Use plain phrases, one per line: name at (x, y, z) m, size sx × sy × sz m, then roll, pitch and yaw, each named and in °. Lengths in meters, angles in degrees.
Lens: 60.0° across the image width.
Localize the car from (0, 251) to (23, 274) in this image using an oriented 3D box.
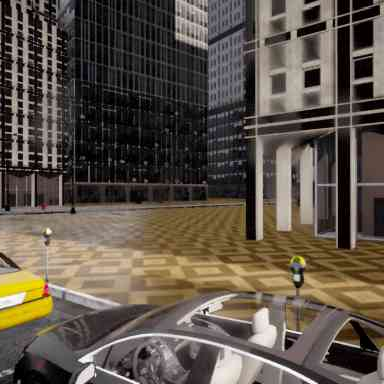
car at (-4.498, 1.525, 6.087) m, size 4.829 × 1.417 × 1.752 m, roll 0°, pitch 0°, yaw 36°

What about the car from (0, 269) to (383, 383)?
car at (0.256, 1.551, 2.694) m, size 4.403 × 1.369 × 2.008 m, roll 0°, pitch 0°, yaw 36°
